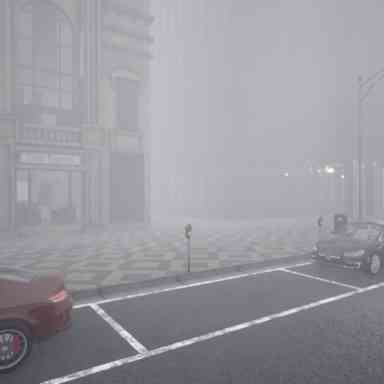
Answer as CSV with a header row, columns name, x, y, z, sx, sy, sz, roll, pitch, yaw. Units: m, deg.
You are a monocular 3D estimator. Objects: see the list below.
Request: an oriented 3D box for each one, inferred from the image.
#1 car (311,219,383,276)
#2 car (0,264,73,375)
name,x,y,z,sx,sy,sz,roll,pitch,yaw
car,5.509,1.553,10.219,4.403,1.369,2.008,0,0,-34
car,-3.686,1.582,4.092,4.206,1.307,1.802,0,0,-34
